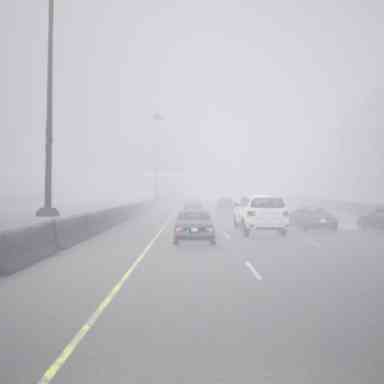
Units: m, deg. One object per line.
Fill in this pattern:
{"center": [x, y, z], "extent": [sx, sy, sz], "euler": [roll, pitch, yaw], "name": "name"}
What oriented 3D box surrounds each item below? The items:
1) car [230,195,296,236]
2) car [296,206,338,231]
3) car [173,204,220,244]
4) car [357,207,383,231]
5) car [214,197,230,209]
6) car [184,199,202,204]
{"center": [3.596, 1.173, 18.120], "extent": [2.150, 2.045, 5.566], "euler": [0, 0, 0], "name": "car"}
{"center": [7.096, 1.503, 20.039], "extent": [1.994, 1.385, 4.181], "euler": [0, 0, 0], "name": "car"}
{"center": [0.097, 1.514, 15.544], "extent": [2.033, 1.411, 5.357], "euler": [0, 0, 0], "name": "car"}
{"center": [10.596, 1.481, 17.651], "extent": [1.812, 1.442, 4.674], "euler": [0, 0, 0], "name": "car"}
{"center": [3.592, 1.285, 36.559], "extent": [1.837, 1.490, 4.892], "euler": [0, 1, 0], "name": "car"}
{"center": [0.093, 1.400, 35.006], "extent": [1.895, 1.301, 4.718], "euler": [0, 1, 0], "name": "car"}
